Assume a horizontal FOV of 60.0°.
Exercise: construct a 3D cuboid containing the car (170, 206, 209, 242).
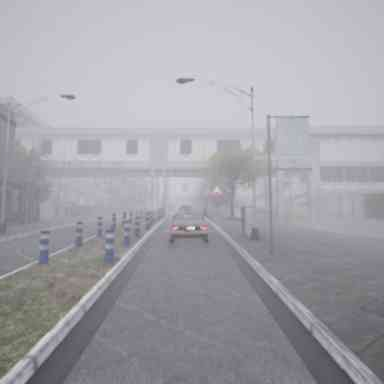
[{"bbox_3d":[-0.169,1.656,16.848,2.033,1.411,5.357,0,-1,-1],"label":"car"}]
